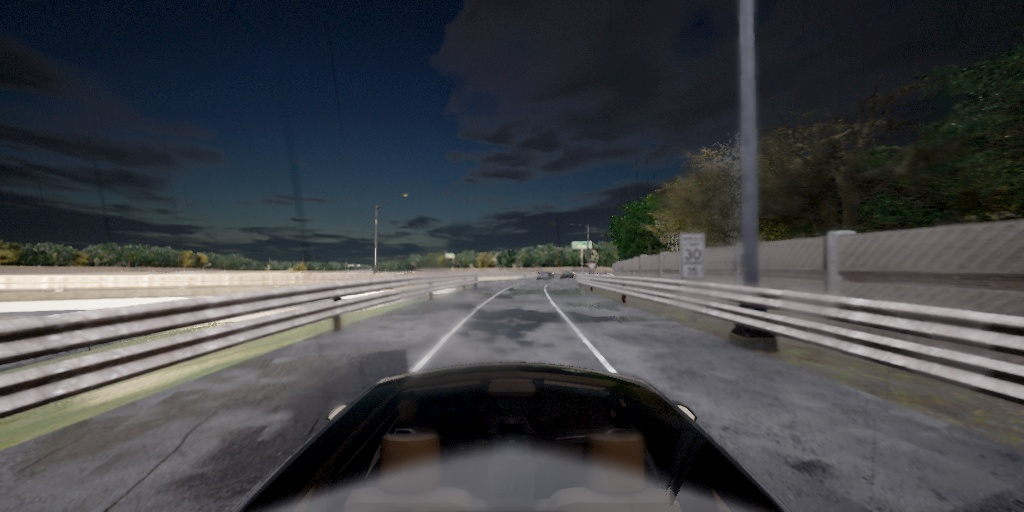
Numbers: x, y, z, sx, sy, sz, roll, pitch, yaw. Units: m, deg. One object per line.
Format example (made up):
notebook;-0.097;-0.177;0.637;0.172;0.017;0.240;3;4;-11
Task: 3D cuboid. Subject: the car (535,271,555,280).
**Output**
car;5.962;3.552;62.606;1.994;1.385;4.181;-1;-3;27

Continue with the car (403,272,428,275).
car;-10.189;2.481;39.245;1.882;1.535;5.008;-2;-3;42
